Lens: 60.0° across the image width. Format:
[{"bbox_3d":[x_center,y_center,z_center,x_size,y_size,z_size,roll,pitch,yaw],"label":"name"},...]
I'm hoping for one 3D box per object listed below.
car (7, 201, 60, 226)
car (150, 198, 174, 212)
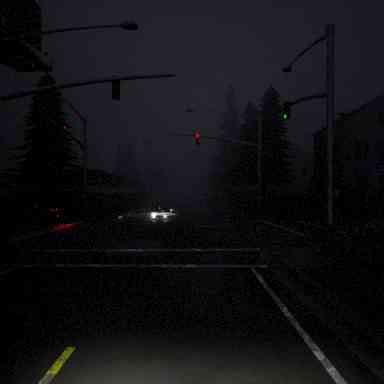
[{"bbox_3d":[-11.092,1.317,21.408,4.902,1.511,2.128,1,0,-1],"label":"car"},{"bbox_3d":[-3.517,1.563,38.001,1.994,1.385,4.181,0,0,0],"label":"car"}]
